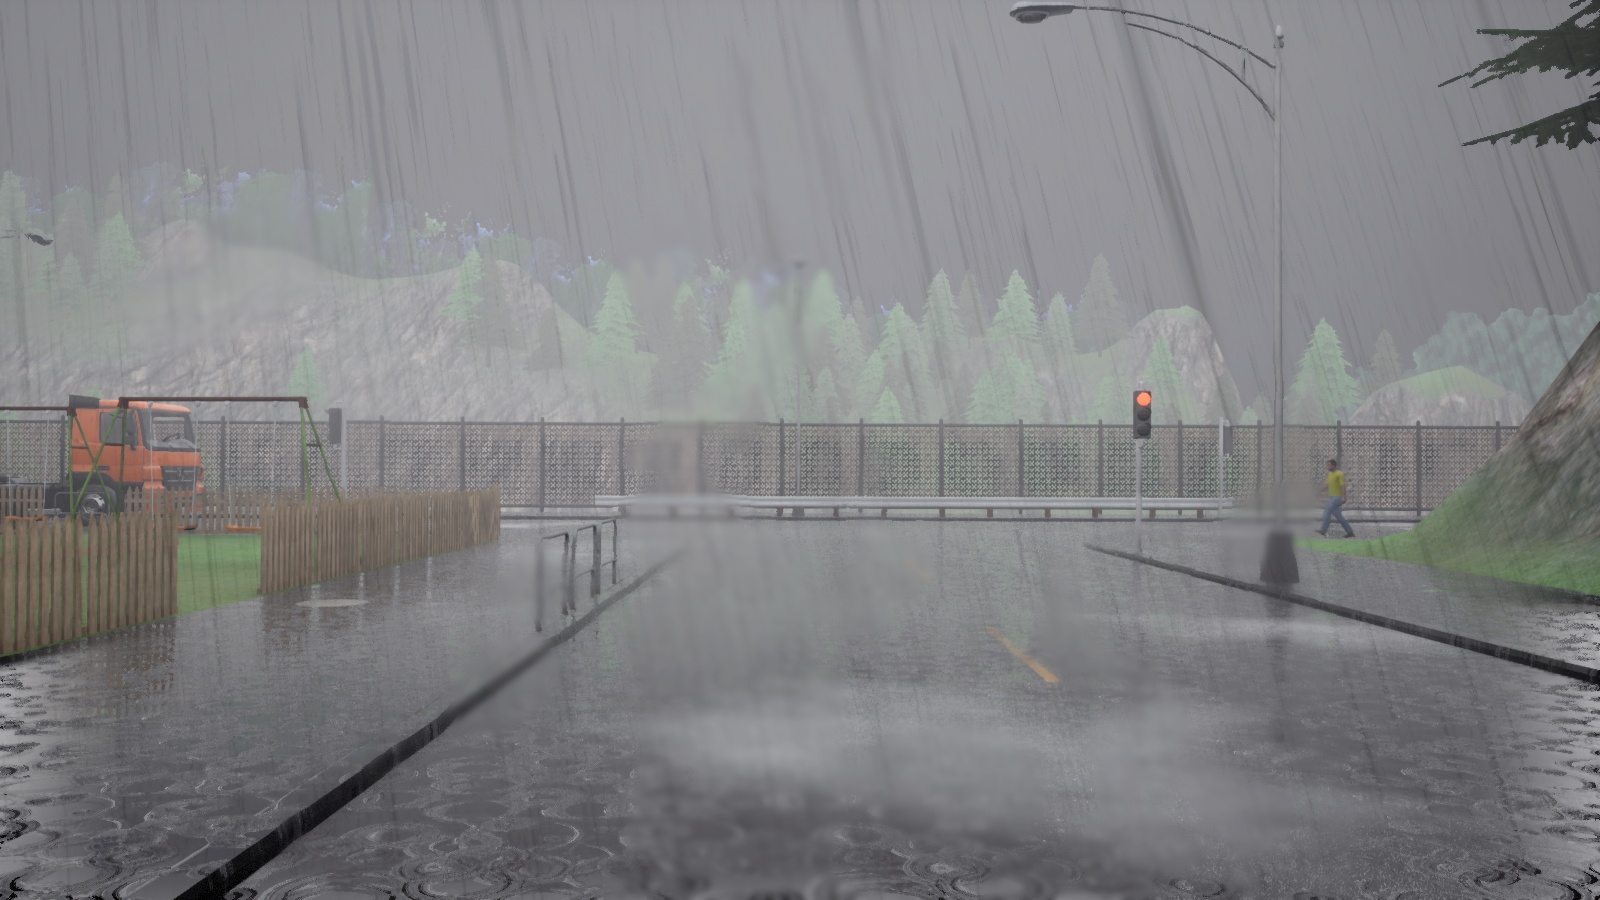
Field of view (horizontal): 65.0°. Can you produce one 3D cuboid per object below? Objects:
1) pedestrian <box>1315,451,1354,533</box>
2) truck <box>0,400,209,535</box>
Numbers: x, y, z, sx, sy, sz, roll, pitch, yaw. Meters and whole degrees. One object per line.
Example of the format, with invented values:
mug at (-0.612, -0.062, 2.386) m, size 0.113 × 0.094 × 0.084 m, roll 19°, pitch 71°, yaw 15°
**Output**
pedestrian at (12.094, 0.952, 28.414) m, size 0.706 × 1.836 × 0.354 m, roll 0°, pitch -1°, yaw 0°
truck at (-20.482, 0.478, 33.609) m, size 7.936 × 3.462 × 2.891 m, roll 0°, pitch -1°, yaw 0°
